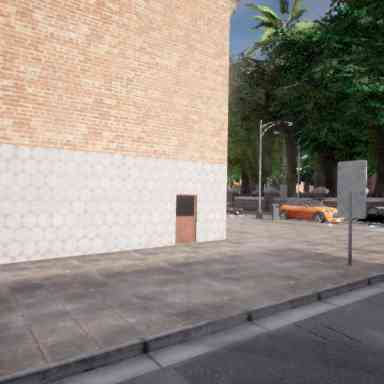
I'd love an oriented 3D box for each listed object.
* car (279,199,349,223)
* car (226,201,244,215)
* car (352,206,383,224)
[{"bbox_3d":[8.755,1.344,24.606,2.097,1.767,4.553,2,-1,-35],"label":"car"},{"bbox_3d":[2.733,1.533,33.211,2.033,1.411,5.357,2,-1,-35],"label":"car"},{"bbox_3d":[13.276,1.665,23.271,1.895,1.301,4.718,2,-1,-35],"label":"car"}]
